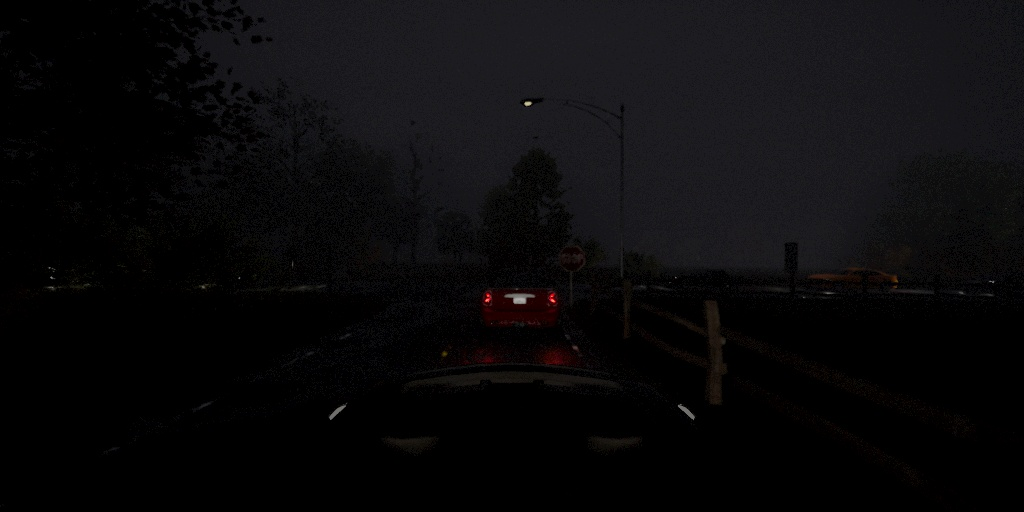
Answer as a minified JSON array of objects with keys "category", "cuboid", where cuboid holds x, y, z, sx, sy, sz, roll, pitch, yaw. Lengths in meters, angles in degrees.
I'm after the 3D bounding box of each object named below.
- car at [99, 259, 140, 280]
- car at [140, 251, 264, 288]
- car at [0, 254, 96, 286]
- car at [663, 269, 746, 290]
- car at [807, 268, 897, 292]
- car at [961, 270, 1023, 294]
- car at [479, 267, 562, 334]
[{"category":"car","cuboid":[-26.766,0.918,23.985,4.181,1.385,1.994,1,1,0]},{"category":"car","cuboid":[-17.838,0.747,21.065,5.566,2.045,2.150,1,1,0]},{"category":"car","cuboid":[-27.922,0.739,21.029,4.553,1.767,2.097,1,1,0]},{"category":"car","cuboid":[12.816,1.511,24.086,4.718,1.301,1.895,1,1,0]},{"category":"car","cuboid":[22.716,1.529,24.074,5.008,1.535,1.882,1,1,0]},{"category":"car","cuboid":[33.329,1.696,24.060,4.902,1.511,2.128,1,1,0]},{"category":"car","cuboid":[0.330,1.095,10.774,2.097,1.767,4.553,0,0,4]}]
